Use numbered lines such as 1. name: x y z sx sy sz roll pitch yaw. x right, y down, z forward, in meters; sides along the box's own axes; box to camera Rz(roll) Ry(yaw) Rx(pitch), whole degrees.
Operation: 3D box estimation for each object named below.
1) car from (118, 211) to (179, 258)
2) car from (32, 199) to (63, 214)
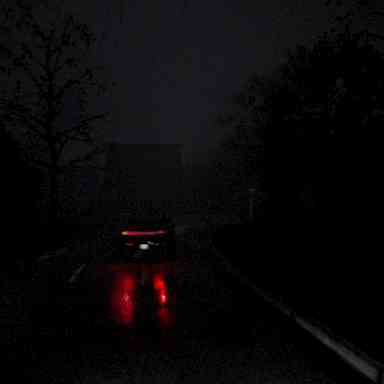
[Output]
1. car: -1.573 1.488 12.792 2.128 1.511 4.902 -1 0 -2
2. car: -17.189 1.624 40.341 2.185 1.767 4.553 -2 0 -9
